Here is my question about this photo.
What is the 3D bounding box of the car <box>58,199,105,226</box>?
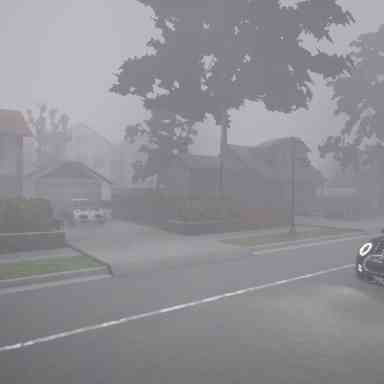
[{"bbox_3d":[-6.634,1.168,19.898,1.970,1.475,3.806,0,0,-35],"label":"car"}]

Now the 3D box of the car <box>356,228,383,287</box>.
[{"bbox_3d":[6.121,1.352,8.361,4.553,1.767,2.097,0,0,-35],"label":"car"}]
